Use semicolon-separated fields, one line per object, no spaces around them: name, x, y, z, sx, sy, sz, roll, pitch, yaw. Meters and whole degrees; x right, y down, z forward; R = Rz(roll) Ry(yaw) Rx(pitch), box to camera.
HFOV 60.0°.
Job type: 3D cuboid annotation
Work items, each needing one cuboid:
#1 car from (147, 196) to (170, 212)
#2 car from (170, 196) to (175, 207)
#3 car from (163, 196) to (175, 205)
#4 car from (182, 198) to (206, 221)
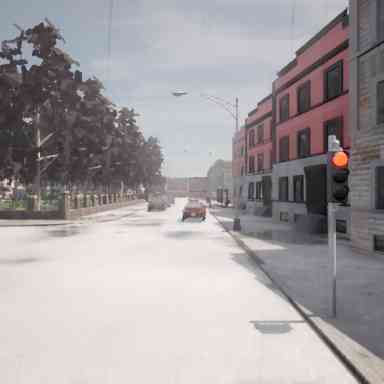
car;-4.080;1.478;39.323;1.882;1.535;5.008;0;0;0
car;-4.074;1.547;49.223;2.033;1.411;5.357;0;0;0
car;-4.039;1.505;59.622;1.837;1.490;4.892;0;0;0
car;0.166;1.526;27.213;1.812;1.442;4.674;0;0;2
